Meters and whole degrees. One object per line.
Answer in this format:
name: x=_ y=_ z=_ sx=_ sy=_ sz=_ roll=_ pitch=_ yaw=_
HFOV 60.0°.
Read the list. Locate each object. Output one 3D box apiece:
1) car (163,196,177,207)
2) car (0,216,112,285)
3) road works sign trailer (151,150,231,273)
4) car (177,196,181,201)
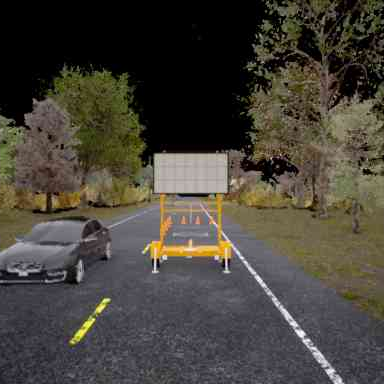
car: x=-3.802 y=1.641 z=52.520 sx=1.994 sy=1.385 sz=4.181 roll=0 pitch=0 yaw=0
car: x=-3.637 y=1.509 z=9.576 sx=1.837 sy=1.490 sz=4.892 roll=0 pitch=0 yaw=0
road works sign trailer: x=-0.036 y=0.469 z=10.672 sx=2.380 sy=3.560 sz=2.880 roll=0 pitch=0 yaw=0
car: x=-3.863 y=1.774 z=90.012 sx=1.994 sy=1.385 sz=4.181 roll=0 pitch=0 yaw=0
